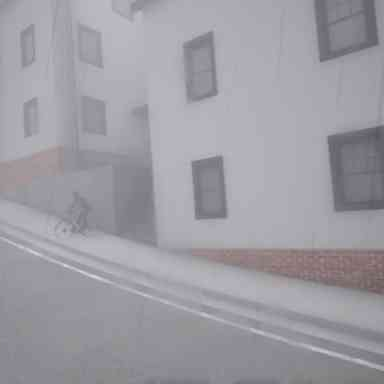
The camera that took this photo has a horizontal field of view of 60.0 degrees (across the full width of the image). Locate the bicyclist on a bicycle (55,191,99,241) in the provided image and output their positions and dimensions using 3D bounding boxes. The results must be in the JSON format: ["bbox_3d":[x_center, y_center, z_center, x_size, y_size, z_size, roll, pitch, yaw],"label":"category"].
[{"bbox_3d":[-3.790,0.789,11.129,0.582,1.620,1.656,7,3,39],"label":"bicyclist on a bicycle"}]
